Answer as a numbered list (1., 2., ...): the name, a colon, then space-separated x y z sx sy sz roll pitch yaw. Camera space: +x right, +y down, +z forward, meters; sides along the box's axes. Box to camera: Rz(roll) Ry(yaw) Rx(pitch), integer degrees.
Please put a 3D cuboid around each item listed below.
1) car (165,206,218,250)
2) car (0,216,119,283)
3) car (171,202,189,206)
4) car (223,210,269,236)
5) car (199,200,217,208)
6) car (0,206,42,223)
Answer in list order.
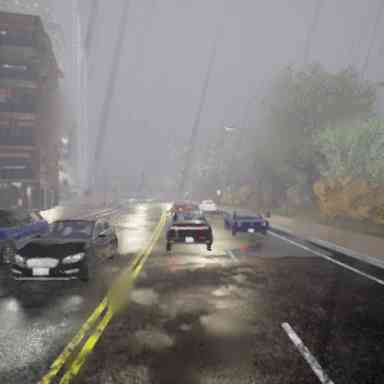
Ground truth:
1. car: -0.157 1.565 14.670 2.128 1.511 4.902 0 0 -2
2. car: -3.466 1.548 9.979 2.128 1.511 4.902 0 0 -1
3. car: -1.258 1.736 35.699 1.994 1.385 4.181 0 0 -4
4. car: 2.942 1.691 19.173 1.895 1.301 4.718 0 0 -2
5. car: 1.798 1.703 38.386 1.812 1.442 4.674 0 0 -4
6. car: -6.750 1.422 11.733 2.097 1.767 4.553 0 0 -1
